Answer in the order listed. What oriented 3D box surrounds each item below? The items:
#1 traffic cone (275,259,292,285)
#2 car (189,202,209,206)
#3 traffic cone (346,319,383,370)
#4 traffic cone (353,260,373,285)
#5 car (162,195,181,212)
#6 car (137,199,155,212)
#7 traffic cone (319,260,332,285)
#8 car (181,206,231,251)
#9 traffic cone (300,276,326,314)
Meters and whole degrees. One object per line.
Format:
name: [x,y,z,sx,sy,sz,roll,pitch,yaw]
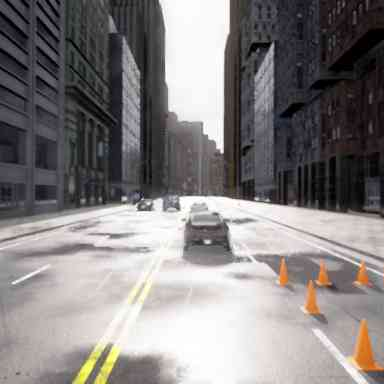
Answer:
traffic cone: [2.311,2.003,8.409,0.340,0.580,0.340,0,0,0]
car: [0.735,1.693,32.934,1.812,1.442,4.674,0,0,0]
traffic cone: [2.280,1.983,4.410,0.340,0.580,0.340,0,0,0]
traffic cone: [4.311,2.011,8.394,0.340,0.580,0.340,0,0,0]
car: [-2.619,1.430,43.218,2.150,2.045,5.566,0,-1,1]
car: [-5.871,1.684,42.906,2.128,1.511,4.902,0,0,1]
traffic cone: [3.311,2.007,8.402,0.340,0.580,0.340,0,0,0]
car: [0.592,1.575,14.519,1.837,1.490,4.892,0,0,0]
traffic cone: [2.296,1.993,6.410,0.340,0.580,0.340,0,0,0]
